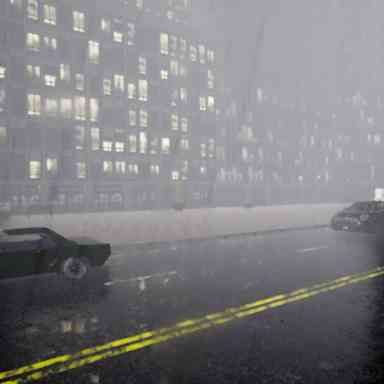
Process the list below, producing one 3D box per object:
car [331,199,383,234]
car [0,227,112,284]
[{"bbox_3d":[9.856,1.281,18.698,4.553,1.767,2.097,0,0,-35],"label":"car"},{"bbox_3d":[-4.591,1.597,8.356,4.718,1.301,1.895,0,0,-35],"label":"car"}]
